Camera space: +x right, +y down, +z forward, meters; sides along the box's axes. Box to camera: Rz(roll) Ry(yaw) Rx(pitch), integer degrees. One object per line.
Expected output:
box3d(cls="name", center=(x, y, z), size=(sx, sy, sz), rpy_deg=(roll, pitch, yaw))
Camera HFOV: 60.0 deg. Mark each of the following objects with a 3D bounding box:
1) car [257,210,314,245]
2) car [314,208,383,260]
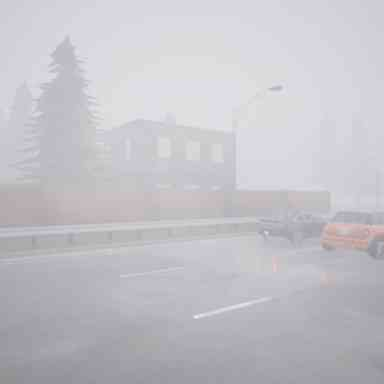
box3d(cls="car", center=(5.315, 1.633, 16.231), size=(4.902, 1.511, 2.128), rpy_deg=(1, 0, -35))
box3d(cls="car", center=(7.283, 1.490, 13.335), size=(4.553, 1.767, 2.097), rpy_deg=(1, 0, -35))
